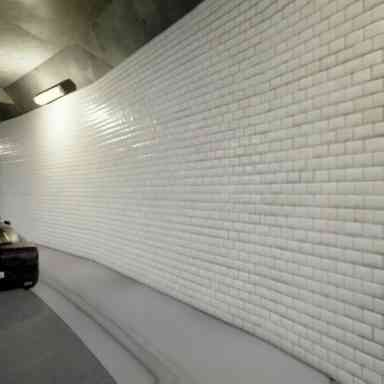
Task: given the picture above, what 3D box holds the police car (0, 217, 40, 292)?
[{"bbox_3d":[-5.503,1.424,8.405,1.930,1.638,5.238,0,0,-42],"label":"police car"}]
